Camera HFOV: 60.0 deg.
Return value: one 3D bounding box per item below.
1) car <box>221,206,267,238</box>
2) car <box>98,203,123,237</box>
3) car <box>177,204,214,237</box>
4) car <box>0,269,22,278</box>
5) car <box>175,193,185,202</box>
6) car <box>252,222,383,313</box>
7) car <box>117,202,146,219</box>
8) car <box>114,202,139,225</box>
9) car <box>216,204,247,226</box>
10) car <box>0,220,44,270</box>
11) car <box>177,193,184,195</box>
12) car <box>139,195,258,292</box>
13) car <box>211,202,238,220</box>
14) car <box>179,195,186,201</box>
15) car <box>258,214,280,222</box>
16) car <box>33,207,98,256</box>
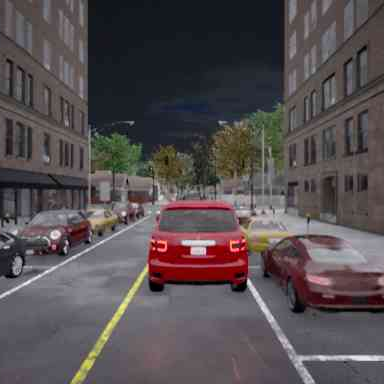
[{"bbox_3d":[2.721,1.559,18.406,1.887,1.381,4.507,0,0,0],"label":"car"},{"bbox_3d":[-5.304,1.539,18.273,1.752,1.417,4.829,0,0,0],"label":"car"},{"bbox_3d":[0.189,1.520,19.120,1.837,1.490,4.892,0,0,1],"label":"car"},{"bbox_3d":[-2.851,1.548,0.845,2.033,1.411,5.357,0,0,0],"label":"car"},{"bbox_3d":[-2.668,1.339,78.031,2.150,2.045,5.566,0,0,0],"label":"car"},{"bbox_3d":[2.667,1.586,7.369,1.802,1.307,4.206,0,0,0],"label":"car"},{"bbox_3d":[-5.249,1.608,29.481,1.802,1.307,4.206,0,0,0],"label":"car"},{"bbox_3d":[-5.276,1.460,23.962,1.967,1.590,4.097,0,0,0],"label":"car"},{"bbox_3d":[2.749,1.602,23.924,1.802,1.307,4.206,0,0,0],"label":"car"},{"bbox_3d":[-5.358,1.555,7.406,2.008,1.369,4.403,0,0,0],"label":"car"},{"bbox_3d":[0.110,1.247,29.134,2.150,2.045,5.566,0,0,2],"label":"car"},{"bbox_3d":[0.136,1.227,9.091,2.150,2.045,5.566,0,0,0],"label":"car"},{"bbox_3d":[2.776,1.592,29.442,1.947,1.339,4.313,0,0,0],"label":"car"},{"bbox_3d":[-2.630,1.692,93.967,2.033,1.411,5.357,0,0,0],"label":"car"},{"bbox_3d":[2.695,1.534,13.058,1.752,1.417,4.829,0,0,0],"label":"car"},{"bbox_3d":[-5.331,1.449,12.924,1.967,1.590,4.097,0,0,0],"label":"car"}]
